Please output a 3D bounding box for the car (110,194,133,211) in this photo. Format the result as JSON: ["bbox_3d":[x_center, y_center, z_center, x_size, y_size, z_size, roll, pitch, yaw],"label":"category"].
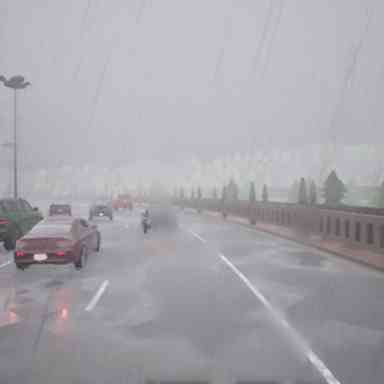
[{"bbox_3d":[-8.999,1.253,42.002,2.150,2.045,5.566,0,0,-23],"label":"car"}]

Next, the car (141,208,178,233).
[{"bbox_3d":[-2.073,1.608,19.816,1.895,1.301,4.718,0,0,-11],"label":"car"}]

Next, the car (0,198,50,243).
[{"bbox_3d":[-8.212,1.252,14.492,2.150,2.045,5.566,0,0,-8],"label":"car"}]

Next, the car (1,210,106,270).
[{"bbox_3d":[-4.242,1.541,11.030,1.812,1.442,4.674,0,0,-6],"label":"car"}]

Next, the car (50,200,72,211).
[{"bbox_3d":[-12.795,1.524,32.506,1.882,1.535,5.008,0,0,-19],"label":"car"}]

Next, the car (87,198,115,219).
[{"bbox_3d":[-7.939,1.533,28.863,1.837,1.490,4.892,0,0,-16],"label":"car"}]

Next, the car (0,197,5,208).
[{"bbox_3d":[-29.186,1.585,49.850,1.882,1.535,5.008,0,0,-32],"label":"car"}]
